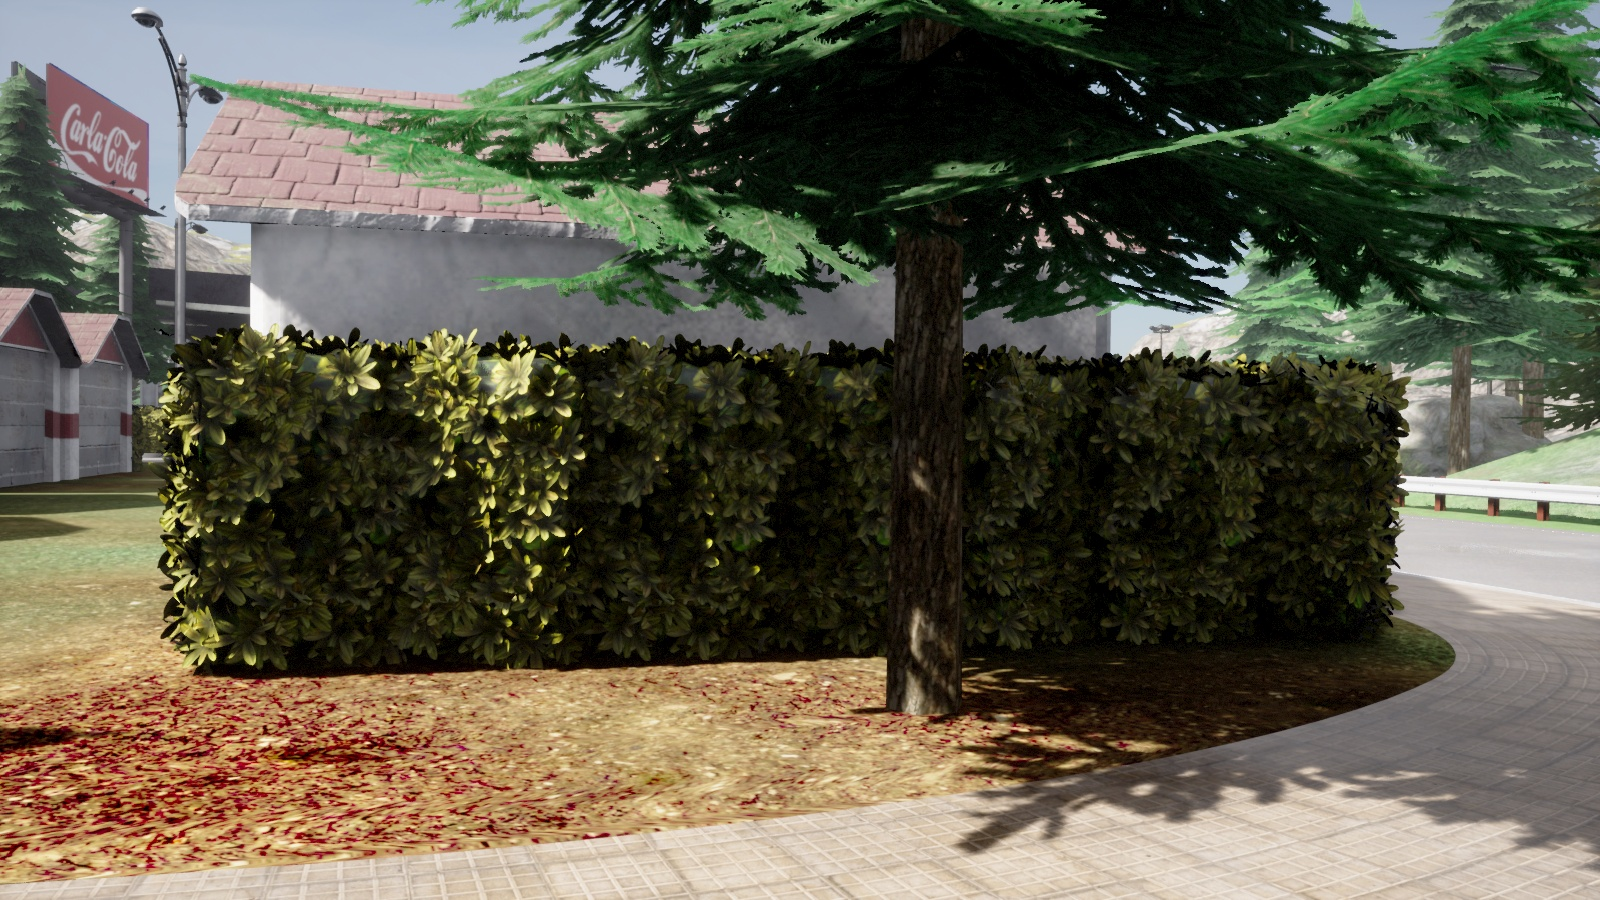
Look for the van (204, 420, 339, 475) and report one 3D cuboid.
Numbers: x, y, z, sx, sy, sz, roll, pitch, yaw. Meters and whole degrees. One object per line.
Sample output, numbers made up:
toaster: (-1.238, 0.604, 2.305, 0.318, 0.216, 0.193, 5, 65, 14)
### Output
van: (-19.764, -0.103, 47.132, 4.442, 1.987, 1.775, 0, 0, -14)
